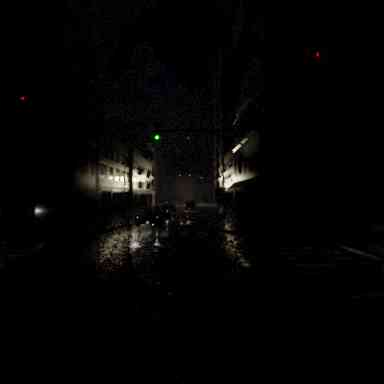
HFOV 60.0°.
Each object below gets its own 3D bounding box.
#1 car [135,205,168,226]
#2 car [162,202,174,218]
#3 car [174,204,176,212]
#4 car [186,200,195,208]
[{"bbox_3d":[-3.237,1.932,26.272,1.895,1.301,4.718,0,-1,0],"label":"car"},{"bbox_3d":[-3.285,2.068,36.436,1.895,1.301,4.718,0,-1,0],"label":"car"},{"bbox_3d":[-3.328,2.190,47.954,1.994,1.385,4.181,0,-1,0],"label":"car"},{"bbox_3d":[-0.263,2.399,68.191,1.882,1.535,5.008,0,-1,0],"label":"car"}]
